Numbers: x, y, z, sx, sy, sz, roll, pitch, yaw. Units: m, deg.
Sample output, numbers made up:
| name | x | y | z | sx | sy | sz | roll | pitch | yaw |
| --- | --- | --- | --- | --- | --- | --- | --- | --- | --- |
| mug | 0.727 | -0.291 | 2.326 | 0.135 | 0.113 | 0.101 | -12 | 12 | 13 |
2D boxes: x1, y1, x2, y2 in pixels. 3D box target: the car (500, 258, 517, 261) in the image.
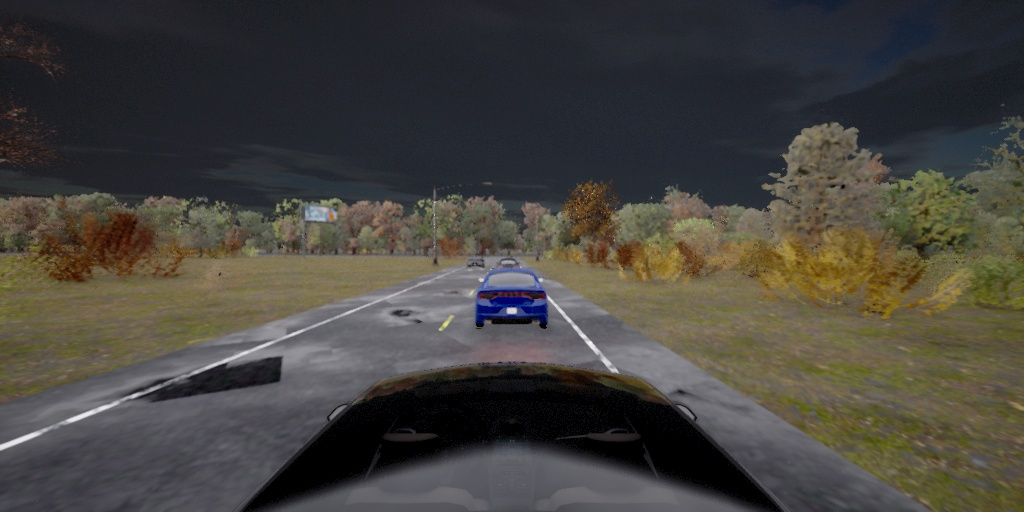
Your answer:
| name | x | y | z | sx | sy | sz | roll | pitch | yaw |
| --- | --- | --- | --- | --- | --- | --- | --- | --- | --- |
| car | -0.296 | 0.889 | 28.513 | 1.812 | 1.442 | 4.674 | 0 | 1 | -1 |

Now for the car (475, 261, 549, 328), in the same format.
| name | x | y | z | sx | sy | sz | roll | pitch | yaw |
| --- | --- | --- | --- | --- | --- | --- | --- | --- | --- |
| car | -0.029 | 1.096 | 10.912 | 1.882 | 1.535 | 5.008 | 0 | 1 | -1 |

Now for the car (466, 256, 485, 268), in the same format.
| name | x | y | z | sx | sy | sz | roll | pitch | yaw |
| --- | --- | --- | --- | --- | --- | --- | --- | --- | --- |
| car | -4.201 | 0.725 | 42.386 | 1.994 | 1.385 | 4.181 | 0 | 1 | -1 |
